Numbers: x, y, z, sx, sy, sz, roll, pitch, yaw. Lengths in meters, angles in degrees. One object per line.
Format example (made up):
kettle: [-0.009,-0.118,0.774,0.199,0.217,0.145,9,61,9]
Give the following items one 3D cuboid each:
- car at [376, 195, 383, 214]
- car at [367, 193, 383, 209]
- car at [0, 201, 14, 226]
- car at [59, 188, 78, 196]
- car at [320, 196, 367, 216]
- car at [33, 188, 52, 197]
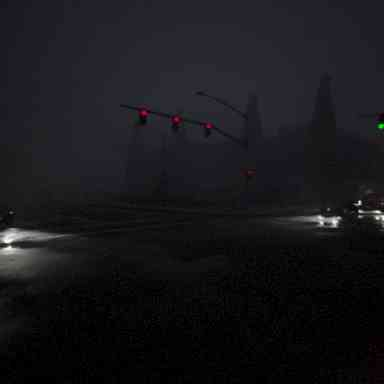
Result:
car: [17.689,1.160,28.044,2.033,1.411,5.357,2,2,45]
car: [18.869,0.858,34.191,2.097,1.767,4.553,2,2,45]
car: [-11.475,1.042,18.284,4.902,1.511,2.128,1,1,42]
car: [-23.899,0.048,64.543,1.882,1.535,5.008,1,1,7]
car: [12.383,1.067,27.651,2.128,1.511,4.902,2,2,45]
car: [-27.547,0.089,61.431,2.128,1.511,4.902,0,1,1]
